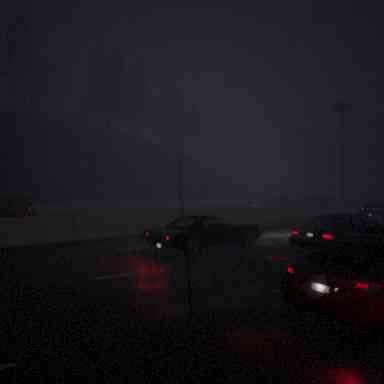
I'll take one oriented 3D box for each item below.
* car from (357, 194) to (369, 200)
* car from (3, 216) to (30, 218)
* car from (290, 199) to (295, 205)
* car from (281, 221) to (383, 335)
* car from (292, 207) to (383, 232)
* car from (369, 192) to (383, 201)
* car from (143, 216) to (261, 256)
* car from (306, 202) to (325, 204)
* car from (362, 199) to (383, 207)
[{"bbox_3d":[41.382,1.211,80.370,1.837,1.490,4.892,0,0,37],"label":"car"},{"bbox_3d":[-12.837,1.251,20.709,5.566,2.045,2.150,0,0,-36],"label":"car"},{"bbox_3d":[16.317,1.394,47.936,1.812,1.442,4.674,0,0,40],"label":"car"},{"bbox_3d":[3.705,1.540,6.698,4.181,1.385,1.994,0,0,-37],"label":"car"},{"bbox_3d":[5.961,1.506,12.932,5.357,1.411,2.033,0,0,-39],"label":"car"},{"bbox_3d":[41.212,0.949,74.349,2.150,2.045,5.566,0,0,37],"label":"car"},{"bbox_3d":[0.570,1.582,13.094,4.718,1.301,1.895,0,0,-38],"label":"car"},{"bbox_3d":[17.193,1.221,43.619,2.097,1.767,4.553,0,0,41],"label":"car"},{"bbox_3d":[14.241,1.399,25.057,4.902,1.511,2.128,0,0,-44],"label":"car"}]
